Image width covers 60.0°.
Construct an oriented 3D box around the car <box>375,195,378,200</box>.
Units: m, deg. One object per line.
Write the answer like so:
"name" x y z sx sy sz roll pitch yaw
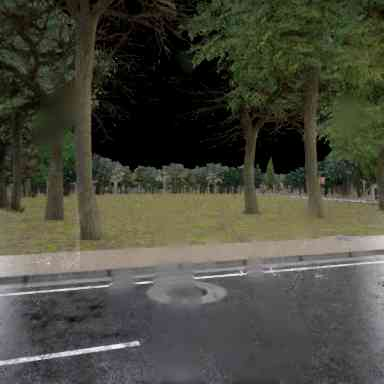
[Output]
"car" 45.084 1.253 80.104 1.994 1.385 4.181 0 0 5
